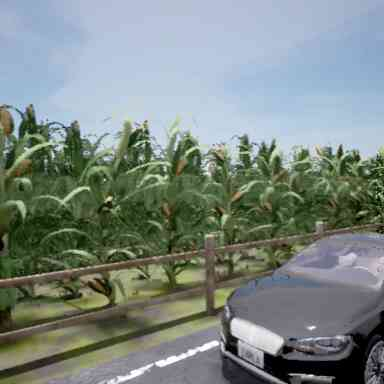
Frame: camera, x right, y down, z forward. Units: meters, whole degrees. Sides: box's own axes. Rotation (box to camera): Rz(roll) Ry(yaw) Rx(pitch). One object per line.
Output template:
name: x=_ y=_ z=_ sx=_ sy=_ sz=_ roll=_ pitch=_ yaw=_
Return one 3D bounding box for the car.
car: x=2.578 y=1.454 z=5.066 sx=4.902 sy=1.511 sz=2.128 roll=-1 pitch=0 yaw=-37
